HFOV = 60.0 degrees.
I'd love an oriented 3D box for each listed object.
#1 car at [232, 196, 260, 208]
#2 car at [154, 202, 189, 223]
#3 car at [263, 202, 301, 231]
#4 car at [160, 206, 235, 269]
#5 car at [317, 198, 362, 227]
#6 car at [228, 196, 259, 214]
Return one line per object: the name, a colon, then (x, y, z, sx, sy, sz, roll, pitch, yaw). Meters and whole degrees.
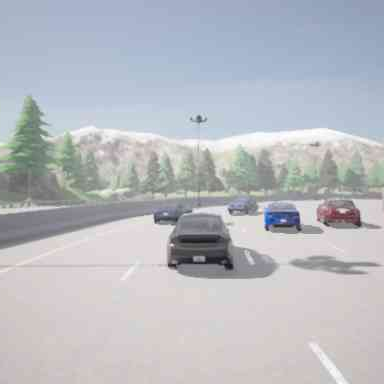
car: (6.893, 1.246, 42.127, 1.994, 1.385, 4.181, 0, 0, 32)
car: (-1.205, 1.389, 23.610, 1.994, 1.385, 4.181, 0, 0, 14)
car: (5.285, 1.328, 19.639, 1.882, 1.535, 5.008, -1, 0, 13)
car: (0.338, 1.424, 10.860, 1.837, 1.490, 4.892, -1, 1, 4)
car: (9.383, 1.184, 21.539, 2.097, 1.767, 4.553, 0, 0, 15)
car: (4.967, 1.308, 31.735, 2.033, 1.411, 5.357, 0, 0, 25)
